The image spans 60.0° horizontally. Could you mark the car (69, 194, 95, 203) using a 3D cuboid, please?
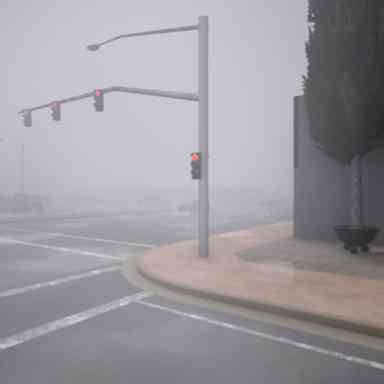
[{"bbox_3d":[-21.104,1.177,62.736,4.605,1.855,1.932,0,0,35],"label":"car"}]

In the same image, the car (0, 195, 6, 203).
[{"bbox_3d":[-38.109,1.394,64.725,3.905,1.438,1.784,0,0,35],"label":"car"}]

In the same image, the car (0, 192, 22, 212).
[{"bbox_3d":[-19.878,1.169,34.258,4.605,1.855,1.932,0,0,35],"label":"car"}]

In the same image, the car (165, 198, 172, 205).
[{"bbox_3d":[-5.127,1.411,54.952,3.806,1.475,1.970,0,0,35],"label":"car"}]

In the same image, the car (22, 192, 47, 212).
[{"bbox_3d":[-18.156,1.172,36.585,3.866,1.878,1.905,0,0,35],"label":"car"}]

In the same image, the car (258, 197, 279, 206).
[{"bbox_3d":[12.376,1.545,53.467,1.812,1.442,4.674,0,0,37],"label":"car"}]

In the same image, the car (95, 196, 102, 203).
[{"bbox_3d":[-19.373,1.387,65.059,3.905,1.438,1.784,0,0,35],"label":"car"}]

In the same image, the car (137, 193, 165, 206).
[{"bbox_3d":[-6.814,1.172,52.599,3.866,1.878,1.905,0,0,35],"label":"car"}]

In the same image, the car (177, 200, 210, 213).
[{"bbox_3d":[0.228,1.573,37.439,1.994,1.385,4.181,0,0,37],"label":"car"}]
